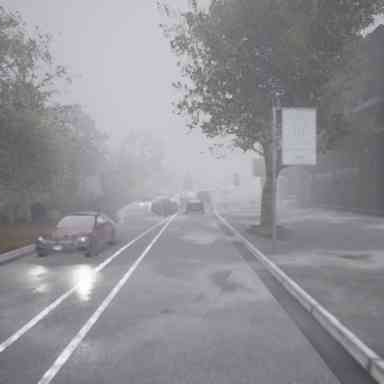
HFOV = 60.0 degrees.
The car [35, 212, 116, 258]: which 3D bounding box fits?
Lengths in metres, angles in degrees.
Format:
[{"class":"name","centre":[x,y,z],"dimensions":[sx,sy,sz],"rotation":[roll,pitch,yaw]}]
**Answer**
[{"class":"car","centre":[-4.234,1.531,12.916],"dimensions":[1.812,1.442,4.674],"rotation":[0,0,1]}]

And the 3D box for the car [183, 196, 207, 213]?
[{"class":"car","centre":[0.400,1.492,36.619],"dimensions":[1.882,1.535,5.008],"rotation":[0,0,2]}]

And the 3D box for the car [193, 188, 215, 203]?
[{"class":"car","centre":[2.092,0.774,56.022],"dimensions":[2.150,2.045,5.566],"rotation":[0,3,8]}]

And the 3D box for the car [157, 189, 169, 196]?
[{"class":"car","centre":[-6.271,0.080,73.190],"dimensions":[1.837,1.490,4.892],"rotation":[0,2,8]}]

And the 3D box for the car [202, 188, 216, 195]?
[{"class":"car","centre":[4.224,-0.153,81.656],"dimensions":[2.097,1.535,5.008],"rotation":[0,3,18]}]

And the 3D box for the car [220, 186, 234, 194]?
[{"class":"car","centre":[8.265,-0.229,82.492],"dimensions":[1.837,1.490,4.892],"rotation":[0,3,20]}]

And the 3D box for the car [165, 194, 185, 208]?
[{"class":"car","centre":[-2.577,1.502,47.498],"dimensions":[2.002,1.452,4.674],"rotation":[-2,2,4]}]

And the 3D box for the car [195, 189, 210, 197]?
[{"class":"car","centre":[2.401,0.146,75.604],"dimensions":[2.231,1.521,4.892],"rotation":[0,3,16]}]

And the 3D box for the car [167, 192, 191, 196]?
[{"class":"car","centre":[-2.062,1.169,53.611],"dimensions":[2.097,1.535,5.008],"rotation":[1,3,9]}]

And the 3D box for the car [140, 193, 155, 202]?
[{"class":"car","centre":[-7.684,0.924,57.456],"dimensions":[1.895,1.301,4.718],"rotation":[0,2,1]}]

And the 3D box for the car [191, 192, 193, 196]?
[{"class":"car","centre":[-0.324,0.753,63.994],"dimensions":[2.002,1.452,4.674],"rotation":[-1,2,12]}]

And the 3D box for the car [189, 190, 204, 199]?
[{"class":"car","centre":[1.005,0.429,70.075],"dimensions":[2.097,1.535,5.008],"rotation":[-1,3,14]}]
